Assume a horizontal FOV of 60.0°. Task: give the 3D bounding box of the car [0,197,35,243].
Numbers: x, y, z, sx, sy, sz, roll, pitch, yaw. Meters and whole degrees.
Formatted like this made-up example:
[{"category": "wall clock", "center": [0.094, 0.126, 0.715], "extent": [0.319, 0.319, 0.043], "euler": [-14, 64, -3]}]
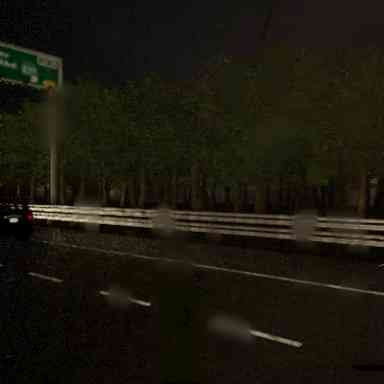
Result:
[{"category": "car", "center": [-9.256, 1.223, 14.775], "extent": [5.566, 2.045, 2.150], "euler": [0, 0, 36]}]
